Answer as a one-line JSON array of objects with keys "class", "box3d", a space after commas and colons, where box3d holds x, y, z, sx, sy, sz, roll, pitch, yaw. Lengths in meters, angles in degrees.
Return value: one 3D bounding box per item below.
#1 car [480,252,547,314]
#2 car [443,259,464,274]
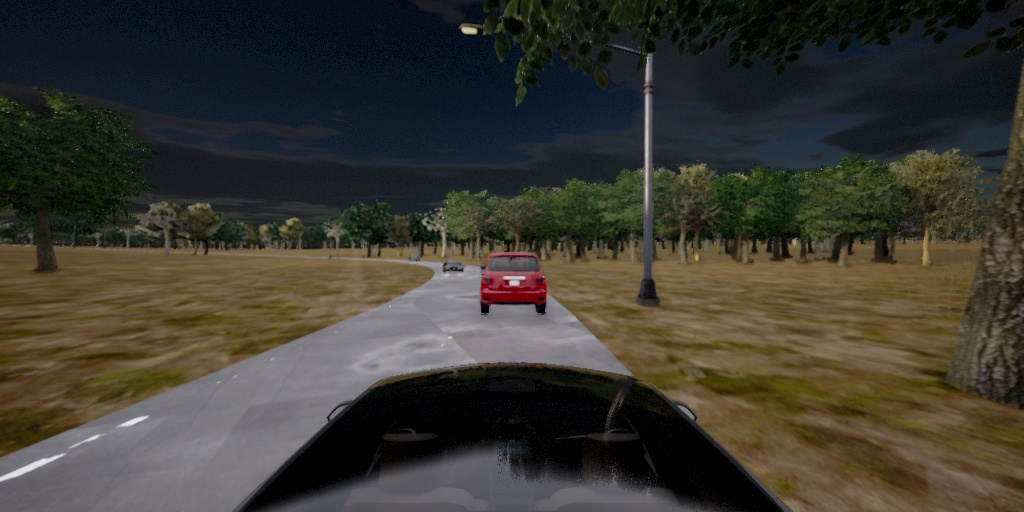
[{"class": "car", "box3d": [-0.023, 0.888, 13.435, 2.150, 2.045, 5.566, 0, 0, -2]}, {"class": "car", "box3d": [-6.025, 1.039, 36.656, 1.994, 1.385, 4.181, 0, 1, -12]}]
